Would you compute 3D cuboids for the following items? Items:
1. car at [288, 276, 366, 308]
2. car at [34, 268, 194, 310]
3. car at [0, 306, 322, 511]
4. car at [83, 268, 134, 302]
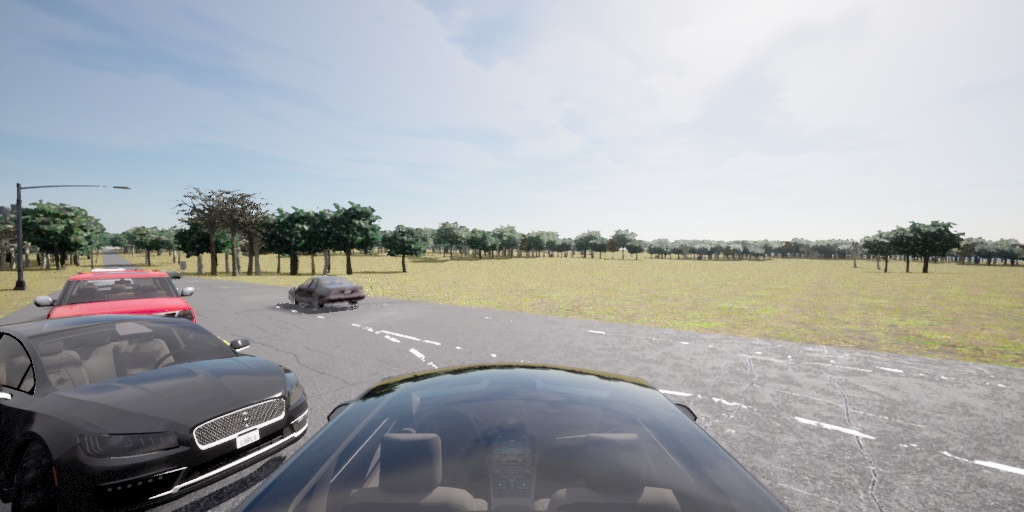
[{"bbox_3d":[-9.315,1.733,17.867,5.357,1.411,2.033,-2,0,41],"label":"car"},{"bbox_3d":[-9.426,1.384,8.668,5.566,2.045,2.150,-2,0,41],"label":"car"},{"bbox_3d":[-4.540,1.445,3.996,4.892,1.490,1.837,-3,-3,21],"label":"car"},{"bbox_3d":[-27.924,1.886,24.854,5.566,2.045,2.150,-2,0,41],"label":"car"}]
